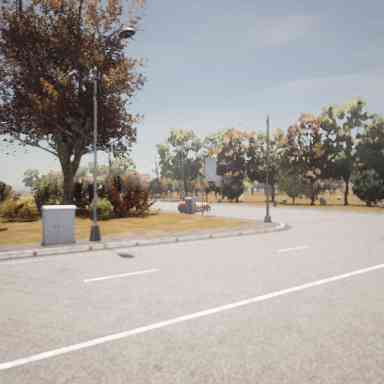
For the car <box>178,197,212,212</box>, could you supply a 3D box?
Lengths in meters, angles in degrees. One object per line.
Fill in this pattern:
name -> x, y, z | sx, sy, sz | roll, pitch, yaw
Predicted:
car -> 0.294, 1.353, 38.100 | 2.097, 1.767, 4.553 | 0, 0, -32
